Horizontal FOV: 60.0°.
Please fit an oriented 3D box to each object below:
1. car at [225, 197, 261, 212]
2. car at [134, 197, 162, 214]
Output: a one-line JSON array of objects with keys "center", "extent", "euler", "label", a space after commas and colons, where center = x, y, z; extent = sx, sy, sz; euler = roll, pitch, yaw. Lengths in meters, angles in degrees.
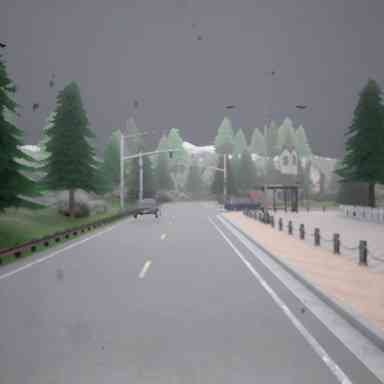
[{"center": [6.319, 1.432, 39.760], "extent": [4.553, 1.767, 2.097], "euler": [0, 0, -11], "label": "car"}, {"center": [-3.467, 1.216, 26.776], "extent": [1.837, 1.490, 4.892], "euler": [0, 0, 0], "label": "car"}]
